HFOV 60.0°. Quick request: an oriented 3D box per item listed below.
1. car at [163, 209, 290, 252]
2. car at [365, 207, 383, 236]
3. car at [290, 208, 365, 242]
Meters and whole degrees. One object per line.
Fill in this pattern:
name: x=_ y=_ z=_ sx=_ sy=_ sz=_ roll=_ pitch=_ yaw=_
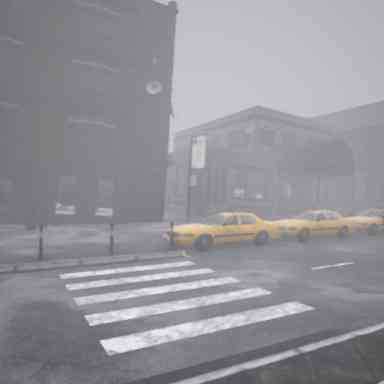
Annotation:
car: x=1.427 y=1.543 z=14.283 sx=5.366 sy=1.575 sz=1.946 roll=1 pitch=0 yaw=-30
car: x=10.951 y=1.663 z=19.882 sx=5.366 sy=1.575 sz=1.946 roll=1 pitch=-1 yaw=-31
car: x=6.191 y=1.602 z=17.078 sx=5.366 sy=1.575 sz=1.946 roll=1 pitch=-1 yaw=-31
